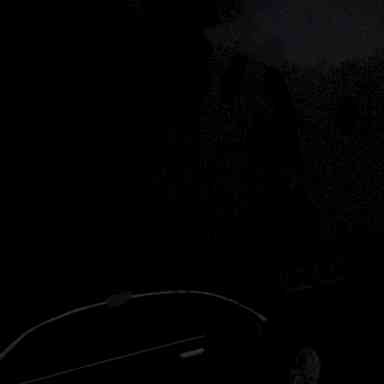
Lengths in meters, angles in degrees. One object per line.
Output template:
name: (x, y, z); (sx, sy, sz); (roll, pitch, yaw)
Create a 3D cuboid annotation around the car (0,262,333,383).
car: (-0.537, 1.511, 3.357); (4.892, 1.490, 1.837); (0, 0, -35)
